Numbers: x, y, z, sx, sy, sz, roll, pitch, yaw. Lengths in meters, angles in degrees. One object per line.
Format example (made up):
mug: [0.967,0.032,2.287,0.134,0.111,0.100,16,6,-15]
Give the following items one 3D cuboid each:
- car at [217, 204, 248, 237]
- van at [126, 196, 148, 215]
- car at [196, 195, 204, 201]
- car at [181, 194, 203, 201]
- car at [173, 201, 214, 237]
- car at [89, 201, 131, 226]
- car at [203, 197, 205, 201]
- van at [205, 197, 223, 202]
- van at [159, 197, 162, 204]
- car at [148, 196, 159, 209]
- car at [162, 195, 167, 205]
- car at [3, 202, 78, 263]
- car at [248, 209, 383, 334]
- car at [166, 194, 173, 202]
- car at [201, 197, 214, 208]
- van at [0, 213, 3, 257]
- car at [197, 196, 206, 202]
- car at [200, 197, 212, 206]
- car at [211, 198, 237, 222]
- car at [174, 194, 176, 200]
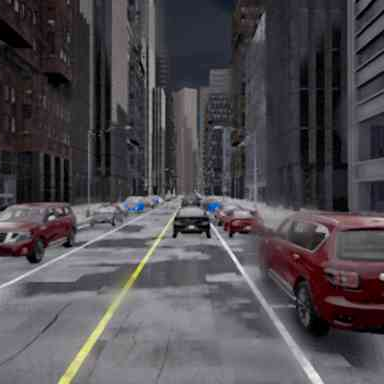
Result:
car: [2.656,1.564,17.920,1.887,1.381,4.507,0,0,0]
van: [-5.978,1.403,34.683,1.690,1.788,3.998,0,0,0]
car: [2.182,1.602,90.837,1.967,1.590,4.097,0,0,0]
car: [-0.152,1.278,39.641,2.150,2.045,5.566,0,0,0]
car: [-0.021,1.503,18.158,1.882,1.535,5.008,0,0,0]
car: [-5.905,1.596,23.464,2.008,1.369,4.403,0,0,0]
car: [2.511,1.597,40.356,1.887,1.381,4.507,0,0,0]
van: [2.547,1.385,34.747,1.690,1.788,3.998,0,0,0]
van: [-6.087,1.428,51.511,1.690,1.788,3.998,0,0,0]
car: [-6.051,1.519,45.902,1.967,1.590,4.097,0,0,0]
car: [-6.159,1.634,62.559,1.752,1.417,4.829,0,0,0]
car: [-5.832,1.344,12.245,2.192,1.841,5.009,0,0,0]
car: [2.729,1.319,6.702,2.192,1.841,5.009,0,0,0]
car: [-6.270,1.717,79.557,1.947,1.339,4.313,0,0,0]
car: [2.437,1.595,51.744,1.752,1.417,4.829,0,0,0]
van: [-5.796,1.362,6.636,1.690,1.788,3.998,0,0,0]
car: [2.255,1.684,79.618,2.008,1.369,4.403,0,0,0]
car: [2.400,1.605,57.353,1.752,1.417,4.829,0,0,0]
car: [2.620,1.468,23.528,1.967,1.590,4.097,0,0,0]
car: [-6.343,1.494,90.776,2.192,1.841,5.009,0,0,0]
